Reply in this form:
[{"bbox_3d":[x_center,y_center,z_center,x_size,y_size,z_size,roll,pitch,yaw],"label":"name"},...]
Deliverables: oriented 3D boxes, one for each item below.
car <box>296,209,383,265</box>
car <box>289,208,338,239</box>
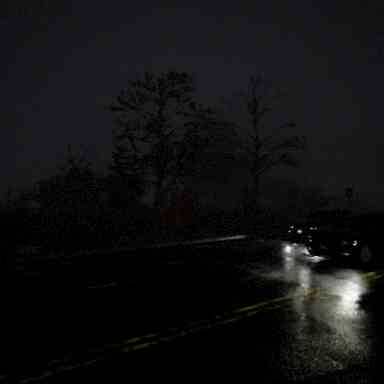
[{"bbox_3d":[6.263,1.554,12.249,5.008,1.535,1.882,1,0,-36],"label":"car"},{"bbox_3d":[6.898,1.603,16.743,4.892,1.490,1.837,1,-1,-36],"label":"car"}]
